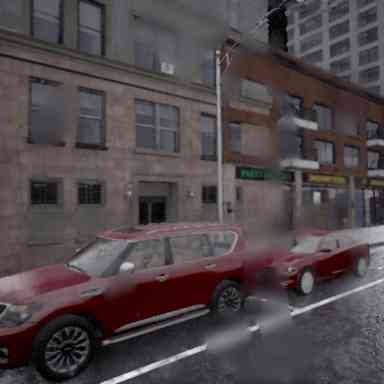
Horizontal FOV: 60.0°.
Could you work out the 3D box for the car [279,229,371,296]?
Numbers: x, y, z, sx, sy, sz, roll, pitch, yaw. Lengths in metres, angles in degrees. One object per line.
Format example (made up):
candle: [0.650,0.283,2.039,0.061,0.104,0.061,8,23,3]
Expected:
car: [3.376,1.797,9.460,4.507,1.381,1.887,0,-2,-38]

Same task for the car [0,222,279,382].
car: [-0.941,1.562,6.082,5.009,1.841,2.192,0,-2,-38]
